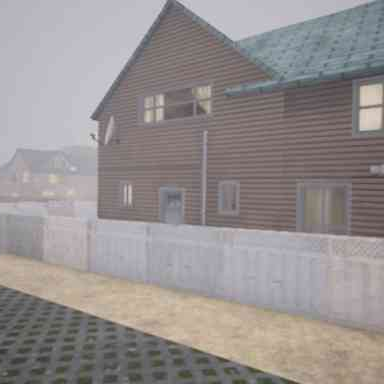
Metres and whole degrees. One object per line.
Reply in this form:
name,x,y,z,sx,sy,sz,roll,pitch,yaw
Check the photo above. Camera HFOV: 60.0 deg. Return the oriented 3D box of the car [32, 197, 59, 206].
car,-16.268,1.446,35.858,2.097,1.767,4.553,1,1,37
